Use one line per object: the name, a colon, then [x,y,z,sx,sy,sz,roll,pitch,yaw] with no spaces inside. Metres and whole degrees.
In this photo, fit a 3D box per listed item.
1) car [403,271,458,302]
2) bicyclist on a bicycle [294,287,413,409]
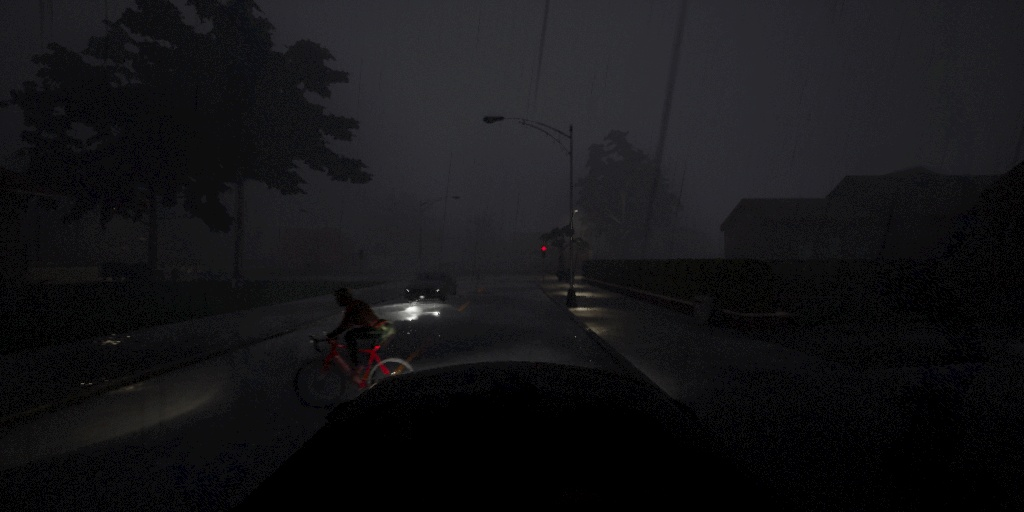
car: [-4.061,1.511,18.921,2.033,1.411,5.357,0,-1,1]
bicyclist on a bicycle: [-2.082,1.239,4.775,1.656,1.620,0.582,-1,-1,0]
